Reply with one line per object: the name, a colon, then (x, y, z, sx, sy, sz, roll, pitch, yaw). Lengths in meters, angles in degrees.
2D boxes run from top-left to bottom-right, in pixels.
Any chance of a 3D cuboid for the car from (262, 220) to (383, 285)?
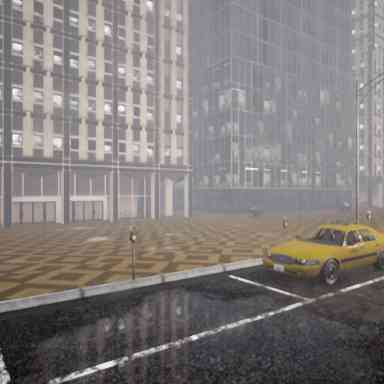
car: (4.068, 1.521, 9.478, 4.829, 1.417, 1.752, 0, 0, -36)
